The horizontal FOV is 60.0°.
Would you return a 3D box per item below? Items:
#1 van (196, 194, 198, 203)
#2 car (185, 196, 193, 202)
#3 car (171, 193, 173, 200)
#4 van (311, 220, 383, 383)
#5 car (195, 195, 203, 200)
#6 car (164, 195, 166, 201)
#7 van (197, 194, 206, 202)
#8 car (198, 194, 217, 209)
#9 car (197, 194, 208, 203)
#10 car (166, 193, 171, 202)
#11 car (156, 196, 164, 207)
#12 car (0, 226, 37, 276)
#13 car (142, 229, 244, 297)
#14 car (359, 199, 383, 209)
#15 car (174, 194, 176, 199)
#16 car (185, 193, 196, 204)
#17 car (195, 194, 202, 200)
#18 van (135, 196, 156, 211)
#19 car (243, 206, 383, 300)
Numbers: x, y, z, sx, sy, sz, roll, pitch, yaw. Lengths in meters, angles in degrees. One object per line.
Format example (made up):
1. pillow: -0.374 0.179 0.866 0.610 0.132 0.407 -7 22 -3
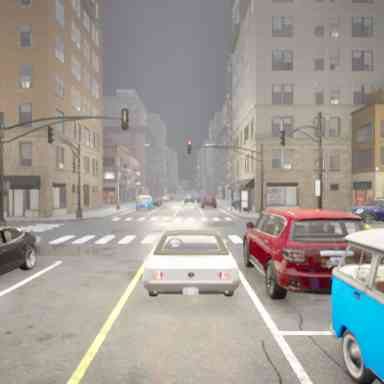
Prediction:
1. van: 2.125 1.304 61.914 1.690 1.788 3.998 0 0 -1
2. car: -0.691 1.548 75.496 1.895 1.301 4.718 0 0 -1
3. car: -6.113 1.502 78.055 2.008 1.369 4.403 0 0 -1
4. van: 2.623 1.340 2.815 1.690 1.788 3.998 0 0 -1
5. car: 1.847 1.469 89.114 1.752 1.417 4.829 0 0 -1
6. car: -5.918 1.511 56.431 1.887 1.381 4.507 0 0 -1
7. van: 2.014 1.296 72.726 1.690 1.788 3.998 0 0 -1
8. car: 2.291 1.289 45.696 2.192 1.841 5.009 0 0 -1
9. car: 2.069 1.274 67.320 2.192 1.841 5.009 0 0 -1
10. car: -6.063 1.481 72.480 1.752 1.417 4.829 0 0 -1
11. car: -5.869 1.536 51.025 1.947 1.339 4.313 0 0 -1
12. car: -5.453 1.562 8.251 1.947 1.339 4.313 0 0 -1
13. car: -0.019 1.597 8.544 1.895 1.301 4.718 0 0 0
14. car: 13.222 1.276 23.297 4.553 1.767 2.097 0 0 -1
15. car: -6.212 1.259 88.867 2.192 1.841 5.009 0 0 -1
16. car: -0.475 1.454 63.414 2.128 1.511 4.902 0 0 -1
17. car: 1.793 1.380 94.349 1.967 1.590 4.097 0 0 -1
18. van: -5.771 1.318 40.213 1.690 1.788 3.998 0 0 -1
19. car: 2.571 1.311 8.326 2.192 1.841 5.009 0 0 -1
